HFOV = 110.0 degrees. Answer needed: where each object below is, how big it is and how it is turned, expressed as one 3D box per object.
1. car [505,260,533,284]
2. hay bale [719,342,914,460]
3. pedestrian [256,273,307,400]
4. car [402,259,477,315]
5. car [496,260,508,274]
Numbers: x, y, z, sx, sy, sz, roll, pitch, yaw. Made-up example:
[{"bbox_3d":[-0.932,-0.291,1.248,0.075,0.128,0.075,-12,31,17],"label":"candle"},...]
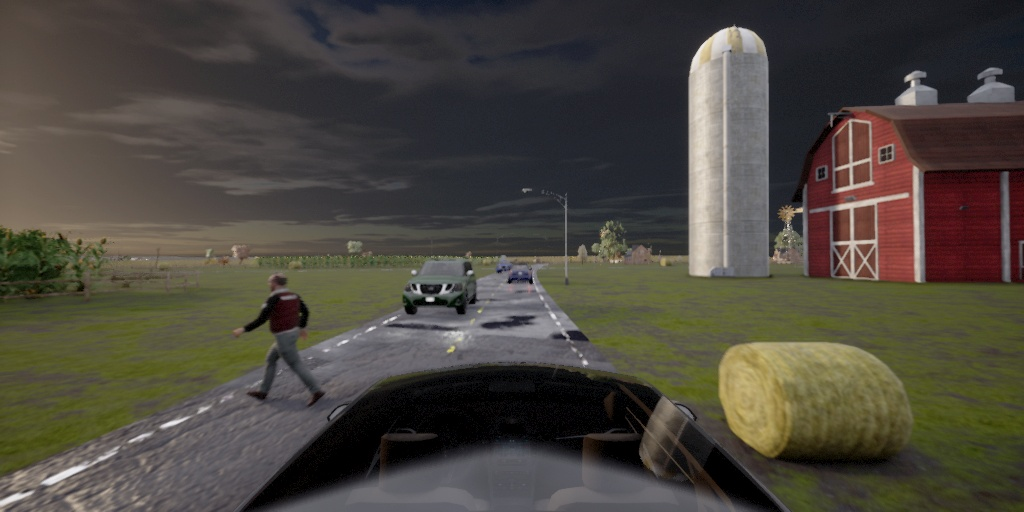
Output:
[{"bbox_3d":[0.749,1.488,32.129,2.097,1.767,4.553,0,-1,1],"label":"car"},{"bbox_3d":[3.128,1.434,3.879,1.220,1.180,1.240,0,0,0],"label":"hay bale"},{"bbox_3d":[-3.131,1.086,4.888,0.375,1.860,0.375,0,0,-3],"label":"pedestrian"},{"bbox_3d":[-2.714,1.139,14.806,2.150,2.045,5.566,0,-1,1],"label":"car"},{"bbox_3d":[-1.063,1.620,53.724,2.150,2.045,5.566,0,-1,4],"label":"car"}]
